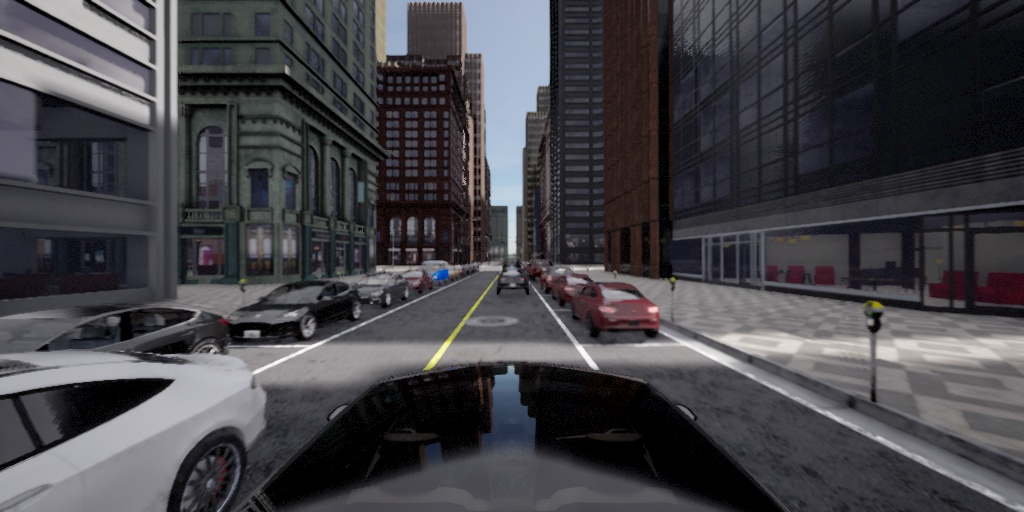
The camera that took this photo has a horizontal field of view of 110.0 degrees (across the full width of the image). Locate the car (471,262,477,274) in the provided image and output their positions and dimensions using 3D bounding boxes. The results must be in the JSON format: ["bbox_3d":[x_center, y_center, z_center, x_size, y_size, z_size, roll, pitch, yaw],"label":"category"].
[{"bbox_3d":[-5.851,1.599,43.959,1.948,1.339,4.313,0,0,0],"label":"car"}]

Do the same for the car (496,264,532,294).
[{"bbox_3d":[0.048,1.394,21.437,1.812,1.442,4.674,0,0,0],"label":"car"}]

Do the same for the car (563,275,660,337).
[{"bbox_3d":[2.751,1.373,10.166,1.802,1.307,4.207,0,0,0],"label":"car"}]

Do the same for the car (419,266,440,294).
[{"bbox_3d":[-5.800,1.468,21.414,1.802,1.307,4.207,0,0,0],"label":"car"}]

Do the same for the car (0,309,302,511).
[{"bbox_3d":[-3.080,1.283,1.341,1.812,1.442,4.674,0,0,0],"label":"car"}]

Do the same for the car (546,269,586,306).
[{"bbox_3d":[2.738,1.407,15.802,1.802,1.307,4.207,0,0,0],"label":"car"}]

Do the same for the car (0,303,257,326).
[{"bbox_3d":[-5.762,1.350,4.504,1.948,1.339,4.313,0,0,0],"label":"car"}]

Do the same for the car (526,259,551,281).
[{"bbox_3d":[2.700,1.247,32.709,2.192,1.841,5.009,0,0,0],"label":"car"}]

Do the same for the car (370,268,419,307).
[{"bbox_3d":[-5.787,1.401,15.777,2.007,1.370,4.403,0,0,0],"label":"car"}]

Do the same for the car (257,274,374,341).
[{"bbox_3d":[-5.774,1.383,10.141,1.948,1.339,4.313,0,0,0],"label":"car"}]

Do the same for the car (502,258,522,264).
[{"bbox_3d":[0.009,1.225,42.301,2.150,2.045,5.566,0,0,0],"label":"car"}]

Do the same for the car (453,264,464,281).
[{"bbox_3d":[-5.825,1.483,32.516,1.751,1.417,4.829,0,0,0],"label":"car"}]

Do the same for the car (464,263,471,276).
[{"bbox_3d":[-5.838,1.577,38.323,1.802,1.307,4.207,0,0,0],"label":"car"}]

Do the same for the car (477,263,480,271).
[{"bbox_3d":[-5.864,1.637,49.595,1.948,1.339,4.313,0,0,0],"label":"car"}]

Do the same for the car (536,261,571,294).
[{"bbox_3d":[2.725,1.300,21.438,1.967,1.591,4.097,0,0,0],"label":"car"}]

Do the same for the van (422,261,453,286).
[{"bbox_3d":[-5.813,1.262,27.050,1.690,1.789,3.998,0,0,0],"label":"van"}]
